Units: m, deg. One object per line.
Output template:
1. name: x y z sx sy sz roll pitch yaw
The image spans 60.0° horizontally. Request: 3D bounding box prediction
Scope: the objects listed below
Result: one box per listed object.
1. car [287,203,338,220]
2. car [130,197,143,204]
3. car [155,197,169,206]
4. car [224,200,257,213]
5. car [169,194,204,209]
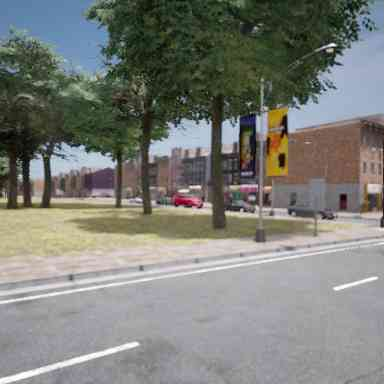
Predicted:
1. car: 11.420 1.846 31.694 1.837 1.490 4.892 1 0 -35
2. car: -11.141 1.737 68.482 1.895 1.301 4.718 1 -1 -35
3. car: -4.912 1.658 59.740 2.128 1.511 4.902 1 0 -35
4. car: 5.596 1.755 39.887 1.837 1.490 4.892 1 0 -35
5. car: -0.601 1.395 48.623 2.150 2.045 5.566 1 0 -35
